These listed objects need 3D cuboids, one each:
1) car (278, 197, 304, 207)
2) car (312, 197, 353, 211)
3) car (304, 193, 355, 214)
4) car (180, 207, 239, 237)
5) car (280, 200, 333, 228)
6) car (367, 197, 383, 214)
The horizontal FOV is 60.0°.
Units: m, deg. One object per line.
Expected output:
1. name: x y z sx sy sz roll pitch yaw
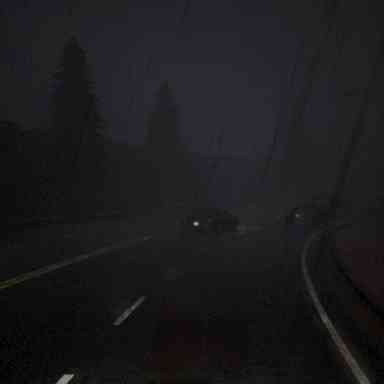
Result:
1. car: 12.837 1.347 41.427 4.674 1.442 1.812 0 0 -34
2. car: 16.875 1.345 39.910 4.902 1.511 2.128 0 0 -33
3. car: 14.221 1.096 33.670 5.566 2.045 2.150 0 0 -37
4. car: 1.042 1.464 17.567 1.994 1.385 4.181 0 0 25
5. car: 7.622 1.474 21.896 1.994 1.385 4.181 0 0 34
6. car: 19.465 1.259 32.996 4.553 1.767 2.097 0 0 -35
